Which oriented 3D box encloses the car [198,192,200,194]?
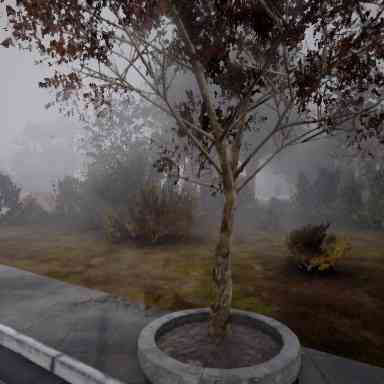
[{"bbox_3d":[0.903,0.971,60.271,2.150,2.045,5.566,1,0,32],"label":"car"}]

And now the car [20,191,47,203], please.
[{"bbox_3d":[-21.394,0.891,45.057,2.150,2.045,5.566,1,0,32],"label":"car"}]
